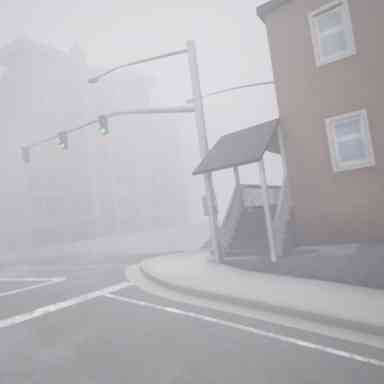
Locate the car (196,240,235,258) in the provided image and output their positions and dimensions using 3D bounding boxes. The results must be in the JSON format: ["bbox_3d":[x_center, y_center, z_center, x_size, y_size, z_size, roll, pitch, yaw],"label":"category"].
[{"bbox_3d":[2.521,5.976,34.499,1.812,1.442,4.674,-10,-18,35],"label":"car"}]

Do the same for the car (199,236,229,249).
[{"bbox_3d":[2.788,4.550,28.919,1.994,1.385,4.181,-10,-17,35],"label":"car"}]
